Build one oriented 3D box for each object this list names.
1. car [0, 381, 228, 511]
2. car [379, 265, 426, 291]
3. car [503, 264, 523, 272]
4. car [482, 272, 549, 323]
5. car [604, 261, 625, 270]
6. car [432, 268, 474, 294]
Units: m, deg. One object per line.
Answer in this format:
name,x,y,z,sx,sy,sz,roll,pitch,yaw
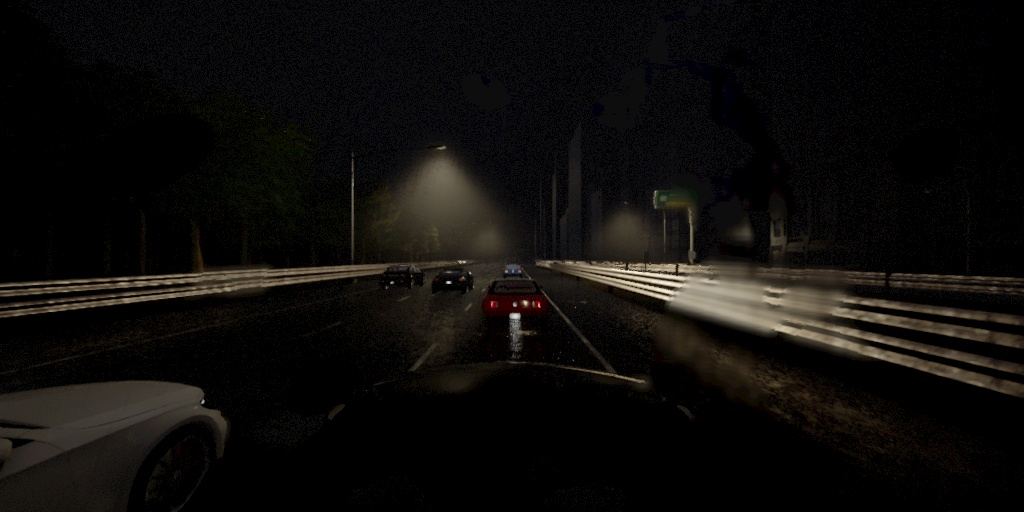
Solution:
car,-3.400,1.274,1.163,1.812,1.442,4.674,0,0,0
car,-6.898,1.338,23.053,2.128,1.511,4.902,0,0,0
car,0.105,1.450,35.020,2.033,1.411,5.357,0,0,0
car,0.097,1.397,12.244,1.895,1.301,4.718,0,0,0
car,17.544,1.653,61.611,1.882,1.535,5.008,0,0,-18
car,-3.398,1.402,21.257,1.994,1.385,4.181,0,0,0
